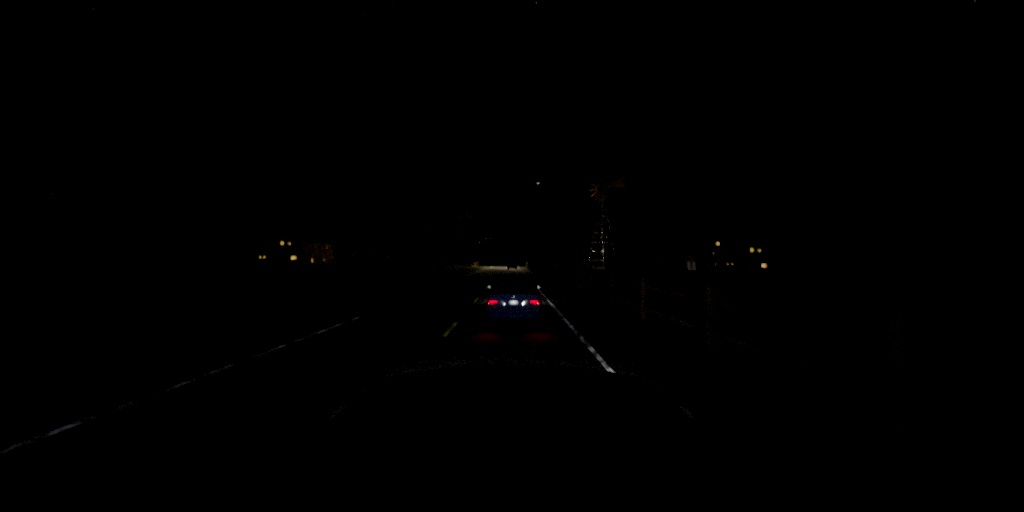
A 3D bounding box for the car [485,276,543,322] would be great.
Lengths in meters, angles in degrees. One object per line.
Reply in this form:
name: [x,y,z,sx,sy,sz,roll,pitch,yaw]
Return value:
car: [0.066,1.410,12.833,2.033,1.411,5.357,0,-1,0]
